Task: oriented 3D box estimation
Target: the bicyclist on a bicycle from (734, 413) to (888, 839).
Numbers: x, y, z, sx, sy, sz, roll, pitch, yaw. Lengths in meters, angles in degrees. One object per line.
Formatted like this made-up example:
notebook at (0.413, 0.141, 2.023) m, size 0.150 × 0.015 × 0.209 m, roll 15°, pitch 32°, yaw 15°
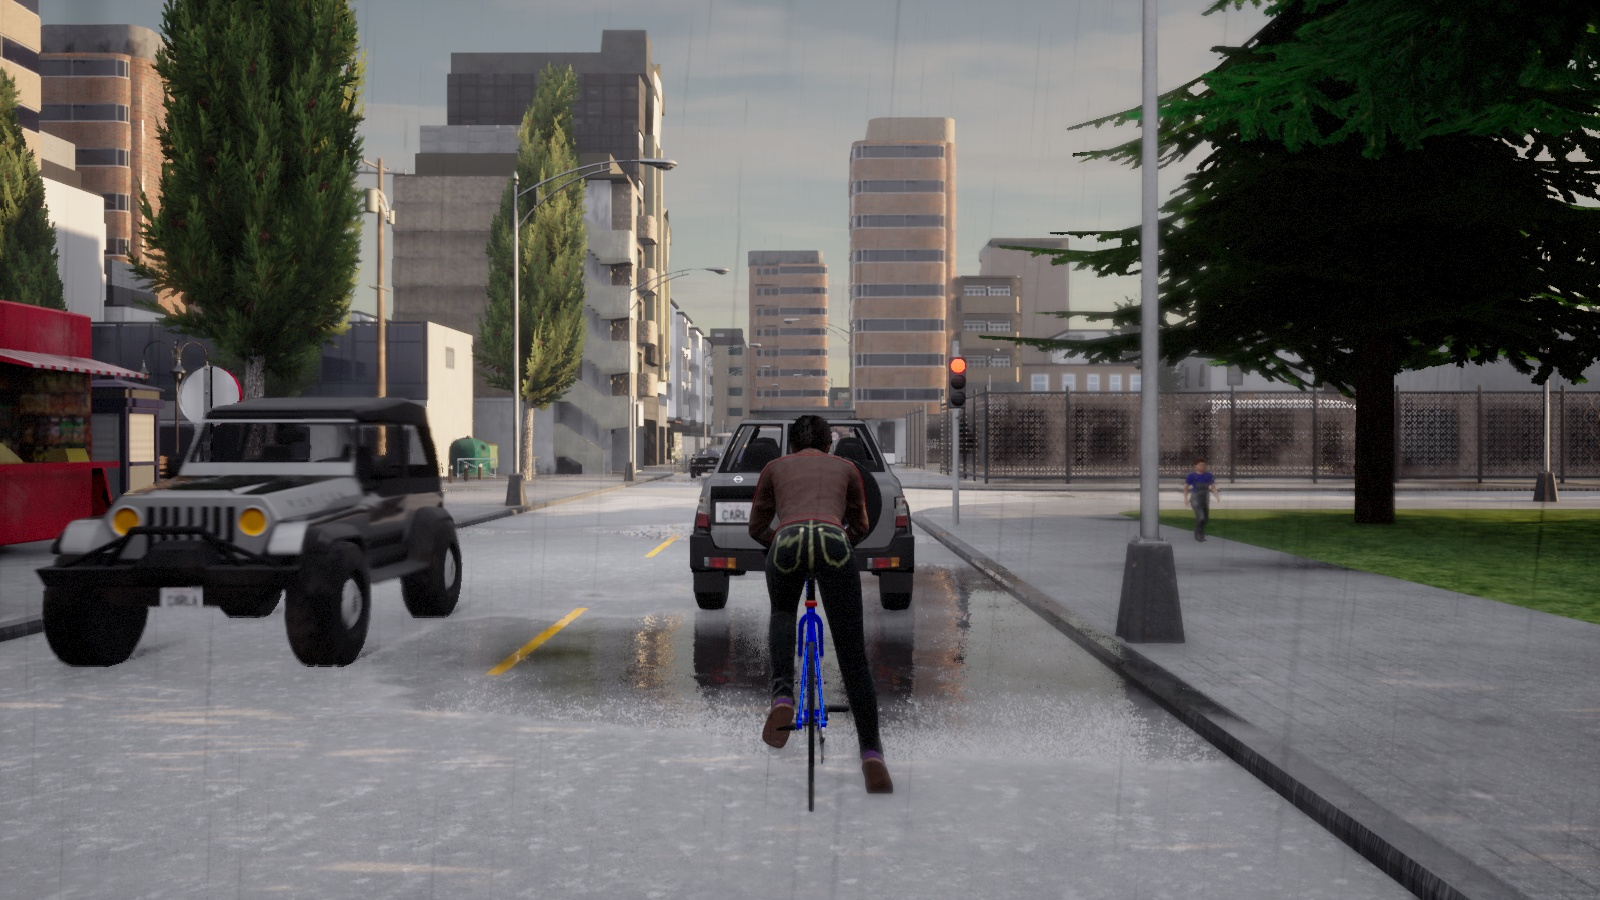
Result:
bicyclist on a bicycle at (0.048, 0.668, 5.601) m, size 0.582 × 1.620 × 1.656 m, roll 0°, pitch 0°, yaw 0°

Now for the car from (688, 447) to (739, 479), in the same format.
car at (-3.731, 0.533, 54.912) m, size 1.895 × 1.301 × 4.718 m, roll 0°, pitch 0°, yaw 0°

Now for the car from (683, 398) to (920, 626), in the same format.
car at (0.062, 0.492, 12.525) m, size 1.932 × 1.855 × 4.605 m, roll 0°, pitch 0°, yaw 1°

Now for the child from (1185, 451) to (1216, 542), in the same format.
child at (5.634, 0.640, 17.670) m, size 0.270 × 1.263 × 0.437 m, roll 0°, pitch 0°, yaw -2°

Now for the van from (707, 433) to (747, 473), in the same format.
van at (-3.690, 0.131, 63.945) m, size 1.775 × 1.987 × 4.442 m, roll 0°, pitch 1°, yaw 0°

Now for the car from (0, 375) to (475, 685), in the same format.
car at (-3.932, 0.487, 9.560) m, size 1.905 × 1.878 × 3.866 m, roll 0°, pitch 0°, yaw 0°

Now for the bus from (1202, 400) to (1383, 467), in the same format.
bus at (31.817, -1.067, 81.548) m, size 10.273 × 4.253 × 3.944 m, roll 0°, pitch 0°, yaw 4°
